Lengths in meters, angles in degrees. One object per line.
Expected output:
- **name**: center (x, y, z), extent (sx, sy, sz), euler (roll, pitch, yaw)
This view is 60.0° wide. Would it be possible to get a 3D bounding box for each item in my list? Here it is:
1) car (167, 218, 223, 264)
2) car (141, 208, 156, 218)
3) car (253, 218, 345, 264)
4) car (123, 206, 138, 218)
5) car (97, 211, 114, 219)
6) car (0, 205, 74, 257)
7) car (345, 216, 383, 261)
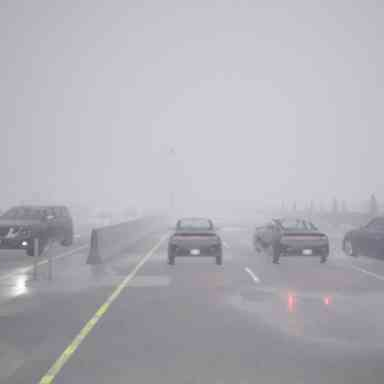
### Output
- **car**: center (0.101, 1.767, 12.807), extent (2.128, 1.511, 4.902), euler (0, -3, 0)
- **car**: center (-7.205, 3.538, 55.463), extent (2.097, 1.767, 4.553), euler (0, -3, -2)
- **car**: center (3.601, 1.768, 12.819), extent (2.128, 1.511, 4.902), euler (0, -3, 0)
- **car**: center (-10.840, 3.568, 59.013), extent (2.150, 2.045, 5.566), euler (0, -3, -3)
- **car**: center (-14.122, 3.737, 54.340), extent (1.895, 1.301, 4.718), euler (0, -3, -1)
- **car**: center (-7.098, 1.589, 14.863), extent (2.150, 2.045, 5.566), euler (0, -3, 0)
- **car**: center (7.100, 1.573, 11.523), extent (2.097, 1.767, 4.553), euler (0, -2, 0)
